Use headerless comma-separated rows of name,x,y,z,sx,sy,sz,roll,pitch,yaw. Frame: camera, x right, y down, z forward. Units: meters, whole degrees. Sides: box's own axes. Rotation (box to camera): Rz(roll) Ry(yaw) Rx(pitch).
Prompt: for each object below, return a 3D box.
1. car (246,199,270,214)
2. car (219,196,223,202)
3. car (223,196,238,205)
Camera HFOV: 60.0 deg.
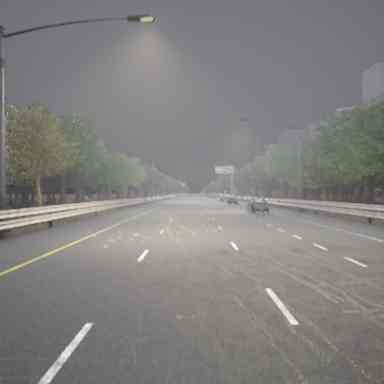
car,7.097,1.529,36.091,2.128,1.511,4.902,0,0,0
car,7.387,1.636,78.136,2.128,1.511,4.902,0,0,1
car,7.246,1.592,61.020,1.837,1.490,4.892,0,0,0
